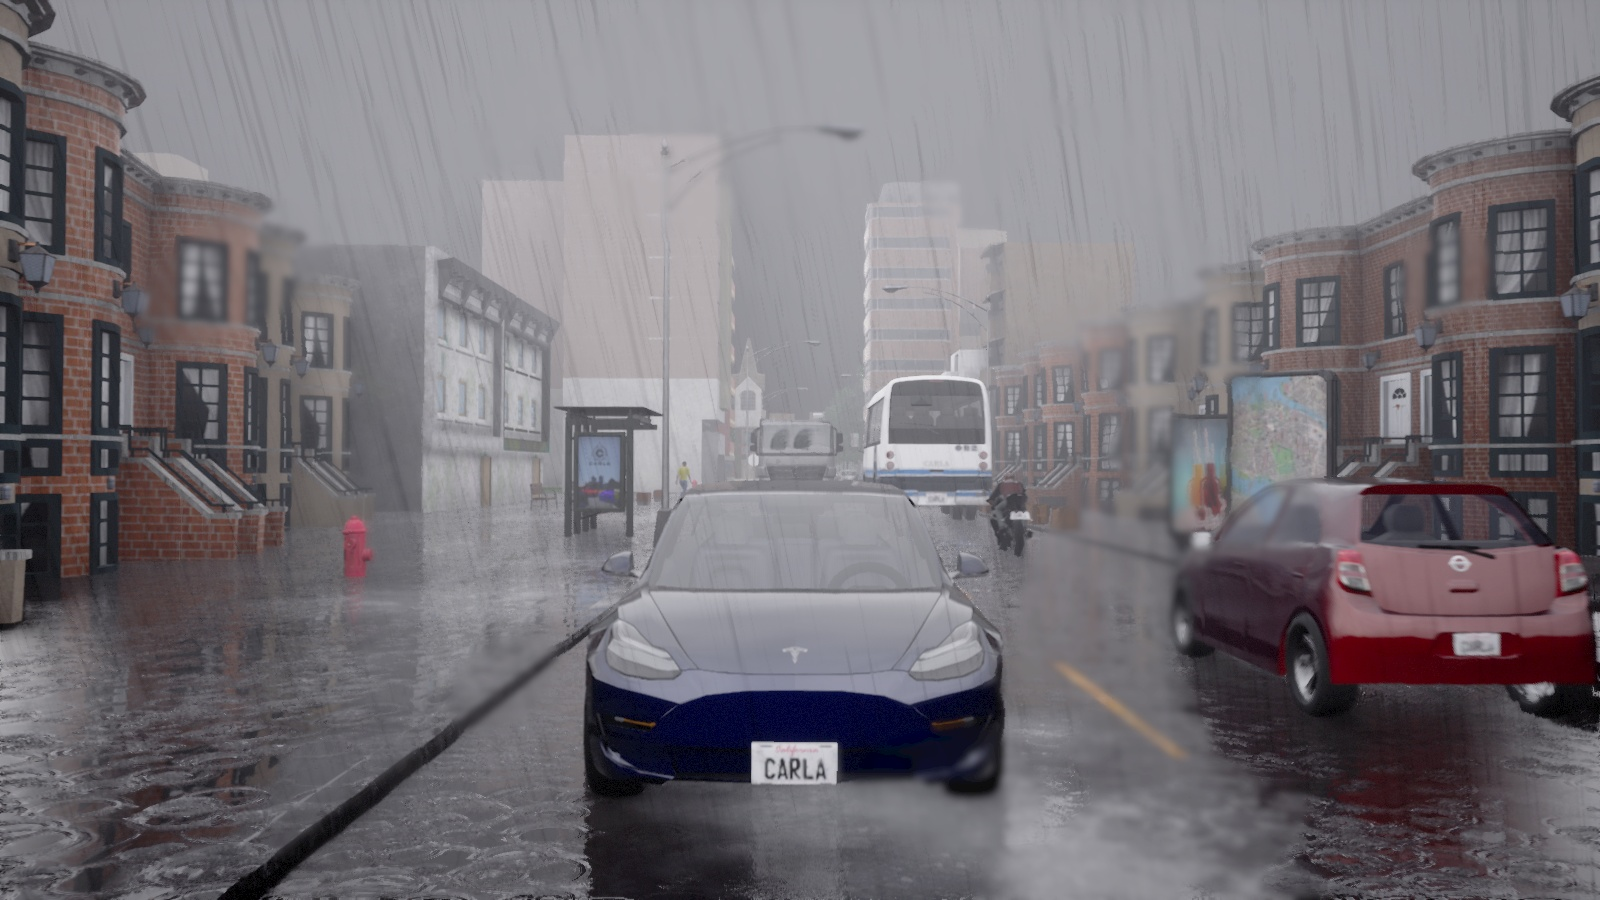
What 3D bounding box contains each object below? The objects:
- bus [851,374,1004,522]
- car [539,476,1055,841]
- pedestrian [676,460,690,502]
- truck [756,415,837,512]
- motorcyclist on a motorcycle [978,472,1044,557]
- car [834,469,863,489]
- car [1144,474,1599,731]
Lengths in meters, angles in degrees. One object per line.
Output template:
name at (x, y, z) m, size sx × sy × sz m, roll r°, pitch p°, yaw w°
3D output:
bus at (3.887, 0.022, 41.346) m, size 3.944 × 4.253 × 10.273 m, roll 0°, pitch -1°, yaw 0°
car at (-0.021, 0.923, 7.668) m, size 2.163 × 1.488 × 4.792 m, roll 0°, pitch -1°, yaw 0°
pedestrian at (-5.050, 1.333, 54.349) m, size 0.354 × 1.836 × 0.706 m, roll 0°, pitch -1°, yaw 16°
truck at (-0.132, 0.540, 48.745) m, size 2.891 × 3.462 × 7.936 m, roll 0°, pitch -1°, yaw 0°
motorcyclist on a motorcycle at (3.938, 1.175, 23.615) m, size 0.866 × 1.530 × 2.191 m, roll 0°, pitch -1°, yaw 0°
car at (3.634, 2.143, 94.710) m, size 1.970 × 1.475 × 3.806 m, roll 0°, pitch -1°, yaw -1°
car at (3.975, 0.945, 9.299) m, size 1.845 × 1.501 × 3.633 m, roll 0°, pitch -1°, yaw 0°
